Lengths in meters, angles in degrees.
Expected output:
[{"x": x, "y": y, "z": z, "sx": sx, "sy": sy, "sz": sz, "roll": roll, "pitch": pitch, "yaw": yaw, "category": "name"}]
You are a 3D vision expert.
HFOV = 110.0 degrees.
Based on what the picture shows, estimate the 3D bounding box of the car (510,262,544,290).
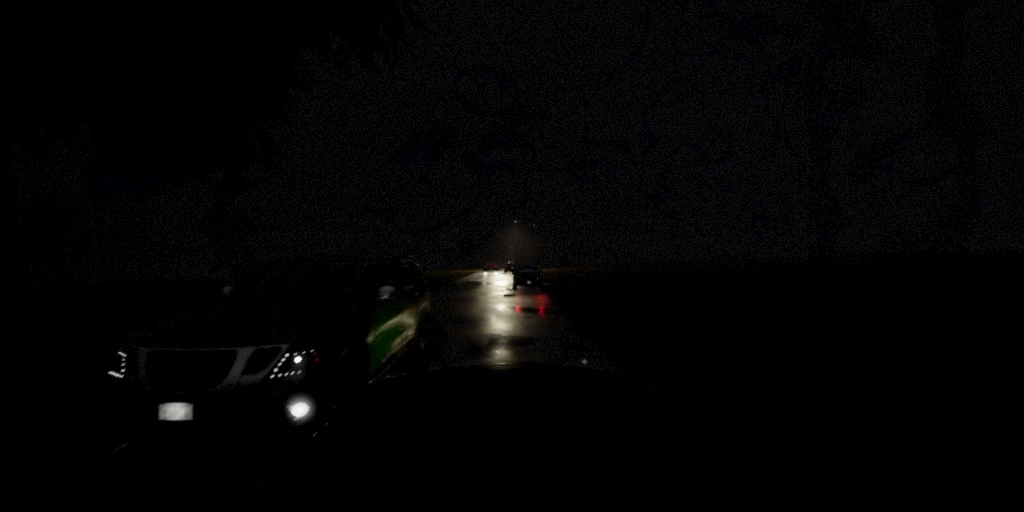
[{"x": 0.960, "y": 1.307, "z": 22.416, "sx": 1.812, "sy": 1.442, "sz": 4.674, "roll": 0, "pitch": 0, "yaw": 0, "category": "car"}]

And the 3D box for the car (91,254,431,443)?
[{"x": -2.851, "y": 0.972, "z": 5.807, "sx": 2.150, "sy": 2.045, "sz": 5.566, "roll": 0, "pitch": 0, "yaw": 0, "category": "car"}]

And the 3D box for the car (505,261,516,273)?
[{"x": 0.048, "y": 1.458, "z": 46.974, "sx": 1.994, "sy": 1.385, "sz": 4.181, "roll": 0, "pitch": 0, "yaw": 0, "category": "car"}]

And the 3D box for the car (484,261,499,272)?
[{"x": -2.826, "y": 1.434, "z": 49.132, "sx": 1.812, "sy": 1.442, "sz": 4.674, "roll": 0, "pitch": -1, "yaw": 0, "category": "car"}]
